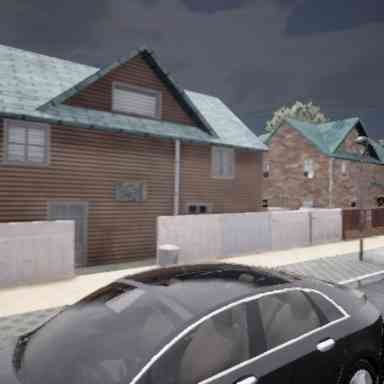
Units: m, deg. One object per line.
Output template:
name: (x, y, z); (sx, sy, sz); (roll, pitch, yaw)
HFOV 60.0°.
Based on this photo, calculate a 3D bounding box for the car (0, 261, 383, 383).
car: (-0.117, 1.515, 2.987); (4.892, 1.490, 1.837); (0, 0, -35)
